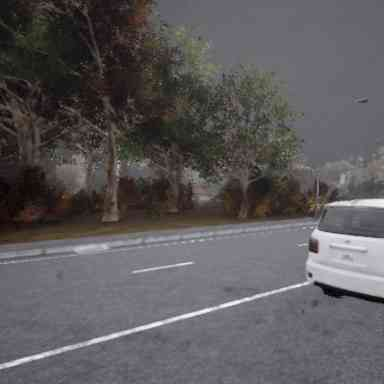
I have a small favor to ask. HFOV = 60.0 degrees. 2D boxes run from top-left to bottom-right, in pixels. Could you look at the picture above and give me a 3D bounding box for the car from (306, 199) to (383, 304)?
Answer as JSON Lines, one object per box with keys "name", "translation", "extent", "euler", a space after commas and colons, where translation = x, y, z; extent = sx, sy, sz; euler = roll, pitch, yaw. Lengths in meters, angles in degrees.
{"name": "car", "translation": [4.808, 1.153, 7.174], "extent": [5.566, 2.045, 2.150], "euler": [-1, 0, -35]}
